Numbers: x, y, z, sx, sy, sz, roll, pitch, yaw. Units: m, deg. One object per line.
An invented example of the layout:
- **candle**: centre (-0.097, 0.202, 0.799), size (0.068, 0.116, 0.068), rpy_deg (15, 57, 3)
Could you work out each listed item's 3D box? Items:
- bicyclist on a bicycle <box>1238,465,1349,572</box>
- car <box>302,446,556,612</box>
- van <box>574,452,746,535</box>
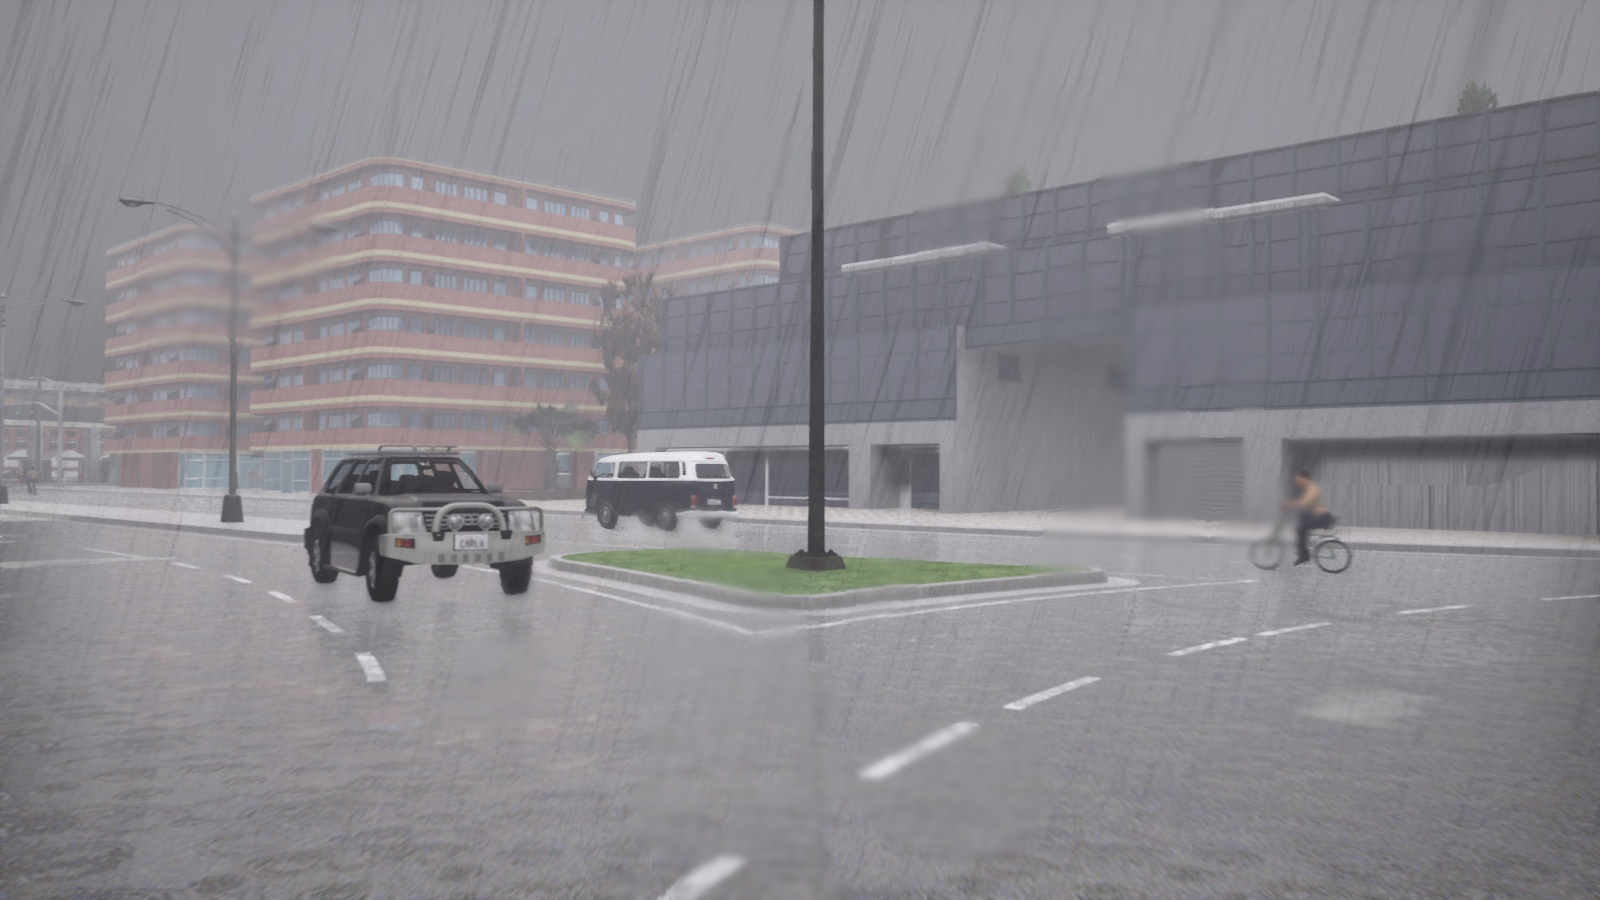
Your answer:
- **bicyclist on a bicycle**: centre (7.763, 1.056, 19.749), size (1.509, 1.612, 0.866), rpy_deg (-1, -2, 30)
- **car**: centre (-4.992, 0.923, 16.439), size (1.932, 1.855, 4.605), rpy_deg (0, -1, -33)
- **van**: centre (-3.728, 1.103, 32.998), size (4.480, 2.038, 2.069), rpy_deg (-1, -1, 43)
